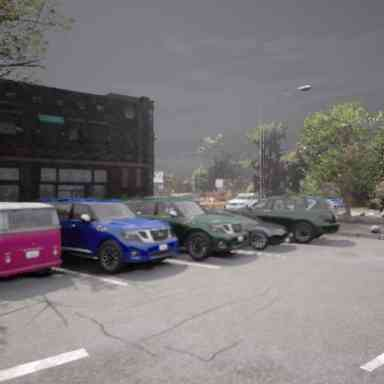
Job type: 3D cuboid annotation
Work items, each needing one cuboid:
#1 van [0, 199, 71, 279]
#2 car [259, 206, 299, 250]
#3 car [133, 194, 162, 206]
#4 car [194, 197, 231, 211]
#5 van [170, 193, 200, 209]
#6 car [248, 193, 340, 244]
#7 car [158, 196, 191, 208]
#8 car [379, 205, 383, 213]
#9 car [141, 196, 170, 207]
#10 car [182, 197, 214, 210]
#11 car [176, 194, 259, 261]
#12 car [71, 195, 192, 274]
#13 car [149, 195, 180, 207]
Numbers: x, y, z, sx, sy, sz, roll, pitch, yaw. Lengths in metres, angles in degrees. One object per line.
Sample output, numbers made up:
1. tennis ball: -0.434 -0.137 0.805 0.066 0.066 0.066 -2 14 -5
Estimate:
1. van: -5.608 1.261 9.218 4.442 1.987 1.878 -1 0 35
2. car: 1.749 1.504 14.305 4.792 1.488 2.163 -1 -1 34
3. car: -7.515 1.335 56.514 2.185 1.767 4.553 0 1 36
4. car: 2.644 1.451 41.697 1.946 1.575 5.366 -1 0 36
5. van: -0.896 1.233 46.425 1.878 1.987 4.442 0 1 36
6. car: 4.100 1.220 16.032 5.566 2.045 2.435 -1 0 35
7. car: -2.500 1.458 49.016 2.097 1.535 5.008 0 1 36
8. car: 20.280 1.454 31.368 2.128 1.511 4.902 0 0 -26
9. car: -5.863 1.500 53.998 2.002 1.452 4.674 -1 0 36
10. car: 0.847 1.497 44.033 2.002 1.452 4.674 -1 0 36
11. car: -0.664 1.226 12.579 5.566 2.045 2.435 -1 -1 35
12. car: -3.075 1.230 10.863 5.566 2.045 2.435 -1 -1 35
13. car: -4.212 1.334 51.484 2.185 1.767 4.553 -1 0 36
